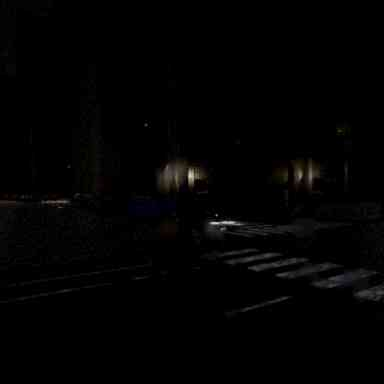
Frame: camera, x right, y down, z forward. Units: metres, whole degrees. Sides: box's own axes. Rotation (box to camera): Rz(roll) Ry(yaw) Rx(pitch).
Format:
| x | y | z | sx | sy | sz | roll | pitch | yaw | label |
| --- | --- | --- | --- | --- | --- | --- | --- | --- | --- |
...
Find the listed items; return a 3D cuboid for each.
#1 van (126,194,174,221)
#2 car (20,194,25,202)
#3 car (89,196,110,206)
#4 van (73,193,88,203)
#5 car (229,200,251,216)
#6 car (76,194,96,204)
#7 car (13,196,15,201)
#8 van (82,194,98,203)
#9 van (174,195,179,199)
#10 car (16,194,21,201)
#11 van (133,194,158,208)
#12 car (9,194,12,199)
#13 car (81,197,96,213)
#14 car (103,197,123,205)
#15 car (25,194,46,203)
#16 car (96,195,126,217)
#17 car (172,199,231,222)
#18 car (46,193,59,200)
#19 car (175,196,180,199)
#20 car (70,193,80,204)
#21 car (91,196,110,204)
| x | y | z | sx | sy | sz | roll | pitch | yaw | label |
| --- | --- | --- | --- | --- | --- | --- | --- | --- | --- |
| -3.381 | 1.235 | 26.100 | 1.690 | 1.788 | 3.998 | 0 | 0 | -35 | van |
| -33.051 | 1.323 | 67.700 | 1.967 | 1.590 | 4.097 | 0 | 0 | -35 | car |
| -14.383 | 1.389 | 51.537 | 1.812 | 1.442 | 4.674 | 0 | 0 | -35 | car |
| -22.816 | 1.195 | 68.030 | 1.690 | 1.788 | 3.998 | 0 | 0 | -35 | van |
| 3.559 | 1.416 | 31.051 | 2.008 | 1.369 | 4.403 | 0 | 0 | -35 | car |
| -13.436 | 1.422 | 44.814 | 2.033 | 1.411 | 5.357 | 0 | 0 | -35 | car |
| -39.645 | 1.449 | 76.944 | 1.947 | 1.339 | 4.313 | 0 | 0 | -35 | car |
| -19.519 | 1.195 | 63.407 | 1.690 | 1.788 | 3.998 | 0 | 0 | -35 | van |
| -3.035 | 1.199 | 40.296 | 1.690 | 1.788 | 3.998 | 0 | 0 | -35 | van |
| -36.249 | 1.409 | 72.183 | 1.752 | 1.417 | 4.829 | 0 | 0 | -35 | car |
| -6.332 | 1.196 | 44.918 | 1.690 | 1.788 | 3.998 | 0 | 0 | -35 | van |
| -42.842 | 1.409 | 81.427 | 1.752 | 1.417 | 4.829 | 0 | 0 | -35 | car |
| -9.974 | 1.469 | 35.345 | 1.802 | 1.307 | 4.206 | 0 | 0 | -35 | car |
| -12.925 | 1.436 | 54.163 | 1.802 | 1.307 | 4.206 | 0 | 0 | -35 | car |
| -29.755 | 1.434 | 63.078 | 2.008 | 1.369 | 4.403 | 0 | 0 | -35 | car |
| -6.678 | 1.205 | 30.722 | 2.192 | 1.841 | 5.009 | 0 | 0 | -35 | car |
| 0.605 | 1.450 | 25.098 | 1.994 | 1.385 | 4.181 | 0 | 0 | -35 | car |
| -36.003 | 1.170 | 86.518 | 2.192 | 1.841 | 5.009 | 0 | 0 | -35 | car |
| 0.262 | 1.443 | 35.674 | 1.802 | 1.307 | 4.206 | 0 | 0 | -35 | car |
| -20.375 | 1.411 | 59.851 | 2.033 | 1.411 | 5.357 | 0 | 0 | -35 | car |
| -16.222 | 1.436 | 58.785 | 1.802 | 1.307 | 4.206 | 0 | 0 | -35 | car |
